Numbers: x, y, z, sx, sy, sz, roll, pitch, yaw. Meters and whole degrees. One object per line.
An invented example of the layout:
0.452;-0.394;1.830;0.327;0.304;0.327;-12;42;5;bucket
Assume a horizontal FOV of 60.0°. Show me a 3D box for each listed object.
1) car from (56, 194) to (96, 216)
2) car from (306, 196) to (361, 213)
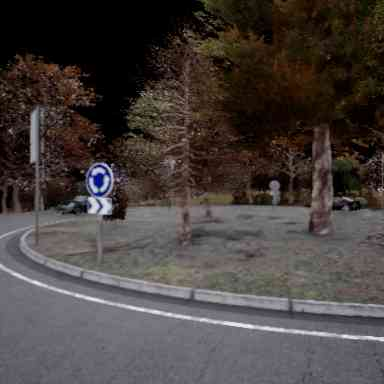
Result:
-8.908;0.982;27.607;2.097;1.767;4.553;1;1;35;car
13.809;1.164;32.683;5.008;1.535;1.882;2;1;36;car
